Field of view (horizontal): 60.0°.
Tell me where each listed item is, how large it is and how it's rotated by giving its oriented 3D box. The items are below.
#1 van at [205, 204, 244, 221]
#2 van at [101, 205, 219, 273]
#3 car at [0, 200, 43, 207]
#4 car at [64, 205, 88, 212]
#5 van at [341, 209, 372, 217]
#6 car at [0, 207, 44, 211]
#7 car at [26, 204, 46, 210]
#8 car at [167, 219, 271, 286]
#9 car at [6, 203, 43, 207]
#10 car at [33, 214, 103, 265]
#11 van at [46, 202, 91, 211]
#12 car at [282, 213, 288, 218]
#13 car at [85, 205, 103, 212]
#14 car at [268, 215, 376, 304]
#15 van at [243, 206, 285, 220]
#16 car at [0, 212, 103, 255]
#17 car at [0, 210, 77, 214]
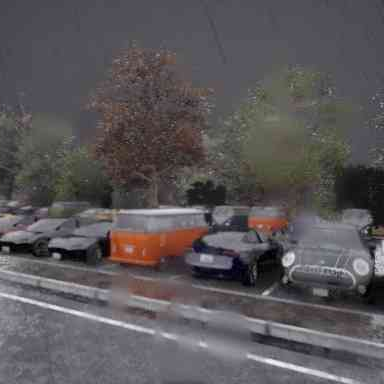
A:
[{"bbox_3d":[2.918,2.026,24.661,1.878,1.987,4.442,0,-2,29],"label":"van"},{"bbox_3d":[-0.892,1.594,12.107,1.878,1.987,4.442,0,-2,29],"label":"van"},{"bbox_3d":[-19.006,1.928,36.792,2.435,2.045,5.566,0,-2,29],"label":"car"},{"bbox_3d":[-9.282,2.254,31.481,2.002,1.452,4.674,0,-2,29],"label":"car"},{"bbox_3d":[10.222,2.055,20.663,1.878,1.987,4.442,0,-2,28],"label":"van"},{"bbox_3d":[-10.777,1.772,17.178,1.946,1.575,5.366,0,-2,29],"label":"car"},{"bbox_3d":[-14.032,2.237,34.081,2.002,1.452,4.674,0,-2,29],"label":"car"},{"bbox_3d":[1.495,1.854,10.687,2.163,1.488,4.792,0,-2,29],"label":"car"},{"bbox_3d":[-16.462,2.189,35.413,2.097,1.535,5.008,0,-2,29],"label":"car"},{"bbox_3d":[-3.401,1.835,13.307,2.163,1.488,4.792,0,-2,29],"label":"car"},{"bbox_3d":[-11.652,1.984,32.921,1.878,1.987,4.442,0,-2,29],"label":"van"},{"bbox_3d":[7.829,2.273,22.096,2.097,1.535,5.008,0,-2,29],"label":"car"},{"bbox_3d":[-6.748,2.222,30.082,2.097,1.535,5.008,0,-2,29],"label":"car"},{"bbox_3d":[3.931,1.710,9.359,2.185,1.767,4.553,0,-2,29],"label":"car"},{"bbox_3d":[5.459,2.043,23.532,1.878,1.987,4.442,0,-2,29],"label":"van"},{"bbox_3d":[-5.835,1.827,14.642,2.163,1.488,4.792,0,-2,29],"label":"car"},{"bbox_3d":[-8.269,1.818,15.978,2.163,1.488,4.792,0,-2,29],"label":"car"}]
